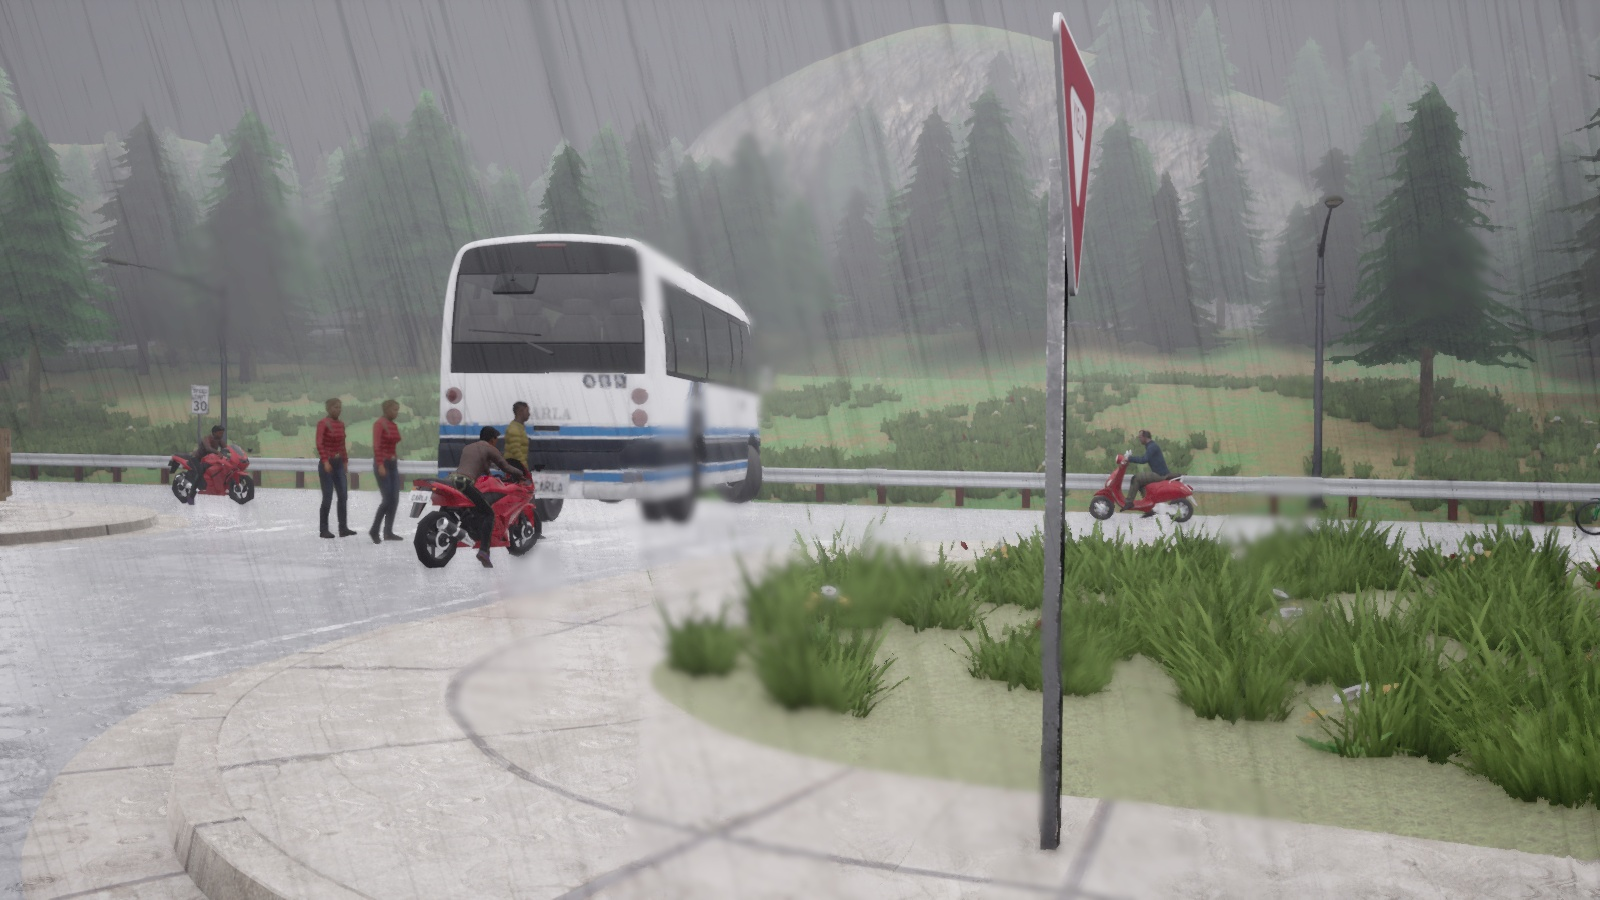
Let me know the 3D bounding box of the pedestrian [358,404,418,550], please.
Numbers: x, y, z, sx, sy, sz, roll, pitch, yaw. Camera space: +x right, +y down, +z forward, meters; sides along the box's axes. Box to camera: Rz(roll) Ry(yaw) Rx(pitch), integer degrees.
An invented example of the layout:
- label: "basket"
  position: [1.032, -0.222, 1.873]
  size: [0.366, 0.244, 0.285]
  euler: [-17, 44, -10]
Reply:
- label: "pedestrian"
  position: [-5.295, 0.344, 16.126]
  size: [0.636, 1.846, 0.331]
  euler: [0, 1, 18]

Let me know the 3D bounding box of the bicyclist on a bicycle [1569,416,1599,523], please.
- label: "bicyclist on a bicycle"
  position: [12.717, 0.291, 19.193]
  size: [1.509, 1.612, 0.866]
  euler: [0, 1, 20]

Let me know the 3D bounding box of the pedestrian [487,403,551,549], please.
- label: "pedestrian"
  position: [-3.615, 0.328, 16.182]
  size: [0.709, 1.840, 0.431]
  euler: [-1, 1, -1]

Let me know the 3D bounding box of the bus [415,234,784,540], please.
- label: "bus"
  position: [-2.916, -0.927, 22.776]
  size: [3.944, 4.253, 10.273]
  euler: [0, 1, 7]

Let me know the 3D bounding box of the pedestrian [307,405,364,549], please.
- label: "pedestrian"
  position: [-6.073, 0.348, 16.413]
  size: [0.636, 1.846, 0.331]
  euler: [0, 1, 29]

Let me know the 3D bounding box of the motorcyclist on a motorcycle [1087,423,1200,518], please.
- label: "motorcyclist on a motorcycle"
  position: [5.929, 0.336, 21.639]
  size: [1.817, 1.590, 0.866]
  euler: [0, 1, 20]

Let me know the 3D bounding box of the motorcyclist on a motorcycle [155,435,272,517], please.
- label: "motorcyclist on a motorcycle"
  position: [-11.264, 0.486, 24.119]
  size: [2.044, 1.523, 0.797]
  euler: [0, 1, 20]

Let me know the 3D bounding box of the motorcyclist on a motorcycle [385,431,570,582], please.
- label: "motorcyclist on a motorcycle"
  position: [-3.490, 0.557, 13.804]
  size: [0.797, 1.523, 2.044]
  euler: [0, 1, 27]
